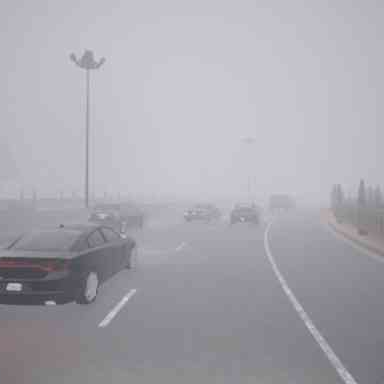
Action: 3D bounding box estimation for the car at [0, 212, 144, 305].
[{"bbox_3d":[-2.790,1.478,8.164,1.882,1.535,5.008,0,0,6],"label":"car"}]

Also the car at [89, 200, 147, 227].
[{"bbox_3d":[-4.311,1.368,19.820,2.097,1.767,4.553,0,0,13],"label":"car"}]

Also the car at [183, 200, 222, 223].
[{"bbox_3d":[0.938,1.577,25.980,2.033,1.411,5.357,0,0,18],"label":"car"}]

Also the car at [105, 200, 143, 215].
[{"bbox_3d":[-7.063,1.618,35.014,1.994,1.385,4.181,0,0,22],"label":"car"}]

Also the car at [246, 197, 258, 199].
[{"bbox_3d":[12.206,1.375,70.961,2.128,1.511,4.902,-1,-1,45],"label":"car"}]

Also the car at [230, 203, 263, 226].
[{"bbox_3d":[3.942,1.517,23.667,2.128,1.511,4.902,0,0,16],"label":"car"}]

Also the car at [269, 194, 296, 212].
[{"bbox_3d":[11.014,1.276,40.277,2.150,2.045,5.566,0,0,29],"label":"car"}]

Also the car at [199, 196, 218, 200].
[{"bbox_3d":[3.258,1.561,66.246,2.097,1.767,4.553,0,0,39],"label":"car"}]

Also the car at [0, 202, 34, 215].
[{"bbox_3d":[-16.265,1.597,29.814,1.994,1.385,4.181,0,0,17],"label":"car"}]

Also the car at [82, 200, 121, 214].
[{"bbox_3d":[-10.000,1.625,37.099,1.994,1.385,4.181,0,0,23],"label":"car"}]
